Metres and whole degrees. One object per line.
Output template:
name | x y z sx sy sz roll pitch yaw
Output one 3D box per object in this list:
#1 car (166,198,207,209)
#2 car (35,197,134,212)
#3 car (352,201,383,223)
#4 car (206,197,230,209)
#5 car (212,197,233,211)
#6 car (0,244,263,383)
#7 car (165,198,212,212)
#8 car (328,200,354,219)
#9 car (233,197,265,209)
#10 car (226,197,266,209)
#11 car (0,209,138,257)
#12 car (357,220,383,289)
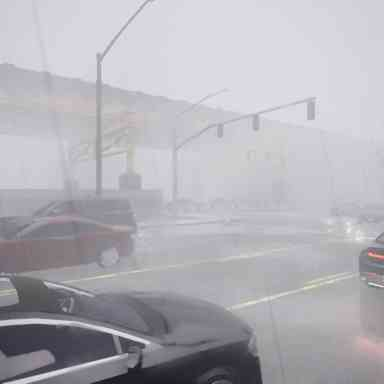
car | -0.582 1.295 38.025 4.536 1.218 1.853 0 0 8
car | -4.895 1.221 13.357 5.566 2.045 2.150 0 0 -36
car | 12.842 1.504 23.087 1.837 1.490 4.892 0 0 38
car | 3.238 1.295 40.741 1.853 1.218 4.536 0 0 18
car | 3.222 1.453 40.692 2.038 1.542 4.974 0 0 18
car | -1.529 1.491 2.664 4.902 1.511 2.128 0 0 -35
car | -0.530 1.453 38.017 4.974 1.542 2.038 0 0 8
car | 13.661 1.505 29.650 1.837 1.490 4.892 -1 -1 38
car | 7.092 1.295 44.434 4.536 1.218 1.853 0 0 -7
car | 7.143 1.452 44.440 4.974 1.542 2.038 0 0 -7
car | -4.122 1.477 9.643 5.008 1.535 1.882 0 0 -35
car | 5.901 1.505 7.947 4.892 1.490 1.837 0 0 -35
